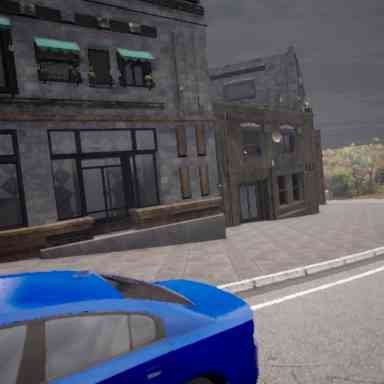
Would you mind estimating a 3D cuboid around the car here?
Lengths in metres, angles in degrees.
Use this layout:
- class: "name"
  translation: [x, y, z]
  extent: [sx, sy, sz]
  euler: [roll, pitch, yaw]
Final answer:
- class: "car"
  translation: [-1.661, 1.477, 2.537]
  extent: [5.008, 1.535, 1.882]
  euler: [0, 0, -36]
